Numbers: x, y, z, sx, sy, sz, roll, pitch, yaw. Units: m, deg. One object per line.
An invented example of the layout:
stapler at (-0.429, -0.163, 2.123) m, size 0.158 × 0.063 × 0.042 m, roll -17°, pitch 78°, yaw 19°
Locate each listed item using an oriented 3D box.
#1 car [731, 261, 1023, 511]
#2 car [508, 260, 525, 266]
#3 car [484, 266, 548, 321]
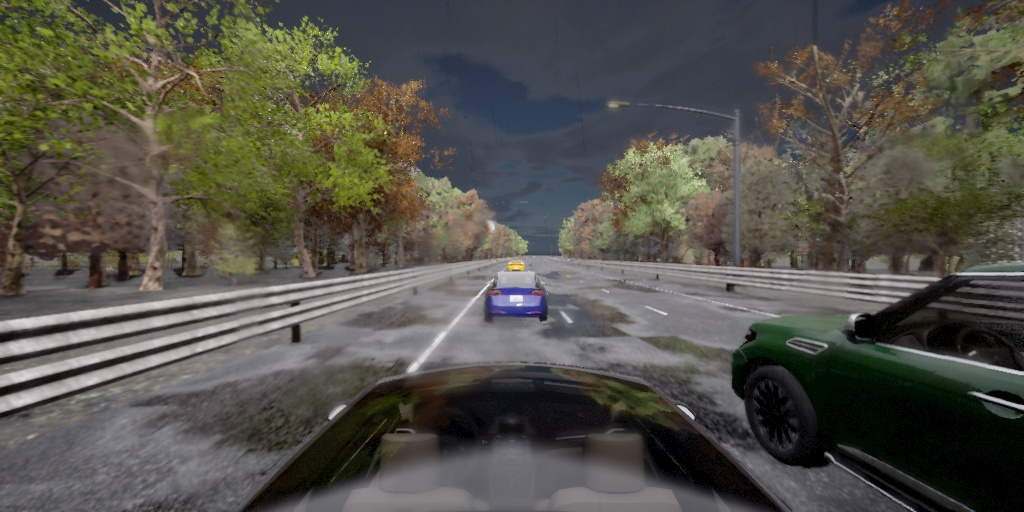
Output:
car at (3.602, 0.970, 1.755) m, size 2.150 × 2.045 × 5.566 m, roll 0°, pitch 0°, yaw 0°
car at (0.533, 1.223, 43.874) m, size 1.882 × 1.535 × 5.008 m, roll 0°, pitch 0°, yaw 1°
car at (0.136, 1.253, 12.497) m, size 2.163 × 1.488 × 4.792 m, roll 0°, pitch 0°, yaw 0°
